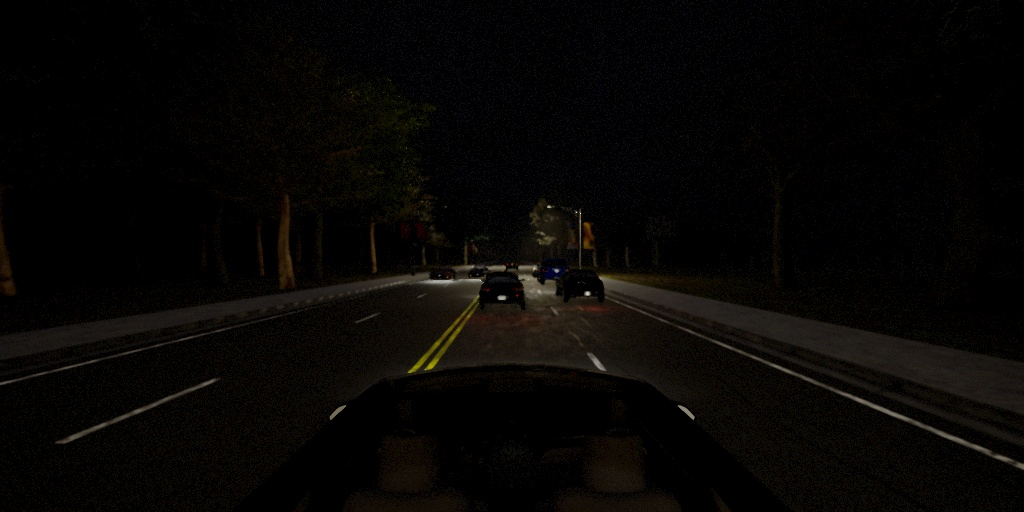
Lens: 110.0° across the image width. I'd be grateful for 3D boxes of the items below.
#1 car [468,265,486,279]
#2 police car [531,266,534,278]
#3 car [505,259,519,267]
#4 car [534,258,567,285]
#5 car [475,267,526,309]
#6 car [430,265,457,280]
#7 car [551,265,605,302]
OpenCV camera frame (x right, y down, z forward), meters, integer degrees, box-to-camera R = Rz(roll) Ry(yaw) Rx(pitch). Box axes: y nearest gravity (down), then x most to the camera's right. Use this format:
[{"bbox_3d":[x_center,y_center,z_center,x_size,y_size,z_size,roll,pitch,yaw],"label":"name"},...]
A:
[{"bbox_3d":[-3.332,1.626,36.999,1.994,1.385,4.181,0,-1,0],"label":"car"},{"bbox_3d":[3.256,1.594,39.853,2.038,1.542,4.974,0,-1,0],"label":"police car"},{"bbox_3d":[0.036,1.504,59.711,2.150,2.045,5.566,0,0,0],"label":"car"},{"bbox_3d":[3.254,1.209,28.885,2.150,2.045,5.566,0,-1,0],"label":"car"},{"bbox_3d":[-0.369,1.397,15.610,1.812,1.442,4.674,0,0,0],"label":"car"},{"bbox_3d":[-6.582,1.605,34.645,1.994,1.385,4.181,0,-1,0],"label":"car"},{"bbox_3d":[3.253,1.394,17.853,1.837,1.490,4.892,0,0,0],"label":"car"}]
